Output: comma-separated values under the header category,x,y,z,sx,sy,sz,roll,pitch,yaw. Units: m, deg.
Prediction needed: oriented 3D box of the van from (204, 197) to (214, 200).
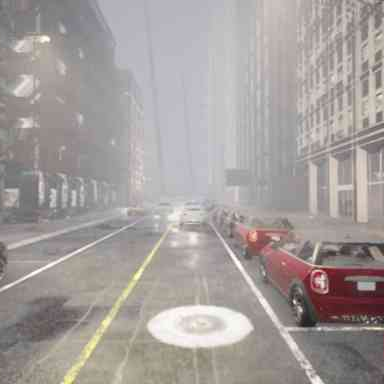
category,x,y,z,sx,sy,sz,roll,pitch,yaw
van,2.691,1.726,52.296,1.690,1.788,3.998,1,0,0

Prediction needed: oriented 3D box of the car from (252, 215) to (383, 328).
category,x,y,z,sx,sy,sz,roll,pitch,yaw
car,2.702,1.494,7.087,1.967,1.590,4.097,1,0,0

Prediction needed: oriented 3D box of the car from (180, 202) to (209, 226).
category,x,y,z,sx,sy,sz,roll,pitch,yaw
car,0.093,1.711,25.021,1.812,1.442,4.674,0,0,0

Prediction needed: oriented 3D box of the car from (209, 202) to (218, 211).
category,x,y,z,sx,sy,sz,roll,pitch,yaw
car,2.694,1.803,29.689,1.802,1.307,4.206,1,0,0

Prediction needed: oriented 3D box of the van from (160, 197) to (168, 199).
category,x,y,z,sx,sy,sz,roll,pitch,yaw
van,-5.780,1.849,69.278,1.690,1.788,3.998,1,0,0

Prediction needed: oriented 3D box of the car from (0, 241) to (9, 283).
category,x,y,z,sx,sy,sz,roll,pitch,yaw
car,-5.680,1.619,7.085,1.947,1.339,4.313,1,0,0

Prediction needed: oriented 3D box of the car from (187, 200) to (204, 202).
category,x,y,z,sx,sy,sz,roll,pitch,yaw
car,0.089,1.816,42.296,2.163,1.488,4.792,0,0,0

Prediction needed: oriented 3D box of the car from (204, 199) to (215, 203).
category,x,y,z,sx,sy,sz,roll,pitch,yaw
car,2.690,1.885,40.992,1.802,1.307,4.206,1,0,0

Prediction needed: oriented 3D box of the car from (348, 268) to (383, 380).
category,x,y,z,sx,sy,sz,roll,pitch,yaw
car,2.702,1.557,1.434,1.887,1.381,4.507,1,0,0

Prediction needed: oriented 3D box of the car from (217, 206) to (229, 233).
category,x,y,z,sx,sy,sz,roll,pitch,yaw
car,2.697,1.688,18.388,2.008,1.369,4.403,1,0,0

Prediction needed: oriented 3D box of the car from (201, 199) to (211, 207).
category,x,y,z,sx,sy,sz,roll,pitch,yaw
car,2.684,2.049,63.595,1.802,1.307,4.206,1,0,0

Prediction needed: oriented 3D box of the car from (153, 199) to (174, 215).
category,x,y,z,sx,sy,sz,roll,pitch,yaw
car,-3.105,1.804,37.628,1.812,1.442,4.674,0,0,0

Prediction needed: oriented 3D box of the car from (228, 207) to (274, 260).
category,x,y,z,sx,sy,sz,roll,pitch,yaw
car,2.701,1.536,12.738,1.967,1.590,4.097,1,0,0

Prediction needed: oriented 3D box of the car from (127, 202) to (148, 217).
category,x,y,z,sx,sy,sz,roll,pitch,yaw
car,-5.687,1.786,35.171,1.752,1.417,4.829,1,0,0

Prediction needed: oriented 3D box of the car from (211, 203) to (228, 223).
category,x,y,z,sx,sy,sz,roll,pitch,yaw
car,2.696,1.730,24.039,2.008,1.369,4.403,1,0,0
